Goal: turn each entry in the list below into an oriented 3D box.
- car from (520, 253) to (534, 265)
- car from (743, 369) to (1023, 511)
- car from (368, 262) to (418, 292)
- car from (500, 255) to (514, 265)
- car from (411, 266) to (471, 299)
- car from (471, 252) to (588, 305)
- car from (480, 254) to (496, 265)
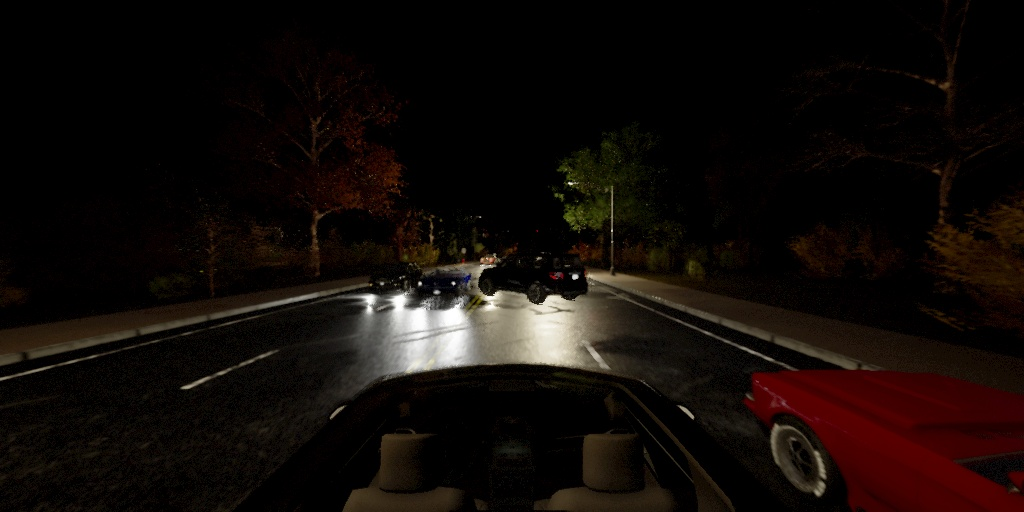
[{"bbox_3d":[2.690,0.415,62.683,2.150,2.045,5.566,0,1,5],"label":"car"},{"bbox_3d":[3.243,1.356,1.434,1.895,1.301,4.718,0,0,0],"label":"car"},{"bbox_3d":[-6.324,1.099,20.082,1.837,1.490,4.892,0,1,2],"label":"car"},{"bbox_3d":[-0.785,0.693,60.552,1.882,1.535,5.008,0,1,5],"label":"car"},{"bbox_3d":[-3.148,1.220,17.383,1.895,1.301,4.718,0,0,1],"label":"car"},{"bbox_3d":[0.739,0.860,15.705,2.150,2.045,5.566,0,1,-39],"label":"car"},{"bbox_3d":[-4.011,0.562,60.961,2.097,1.767,4.553,0,1,5],"label":"car"}]
